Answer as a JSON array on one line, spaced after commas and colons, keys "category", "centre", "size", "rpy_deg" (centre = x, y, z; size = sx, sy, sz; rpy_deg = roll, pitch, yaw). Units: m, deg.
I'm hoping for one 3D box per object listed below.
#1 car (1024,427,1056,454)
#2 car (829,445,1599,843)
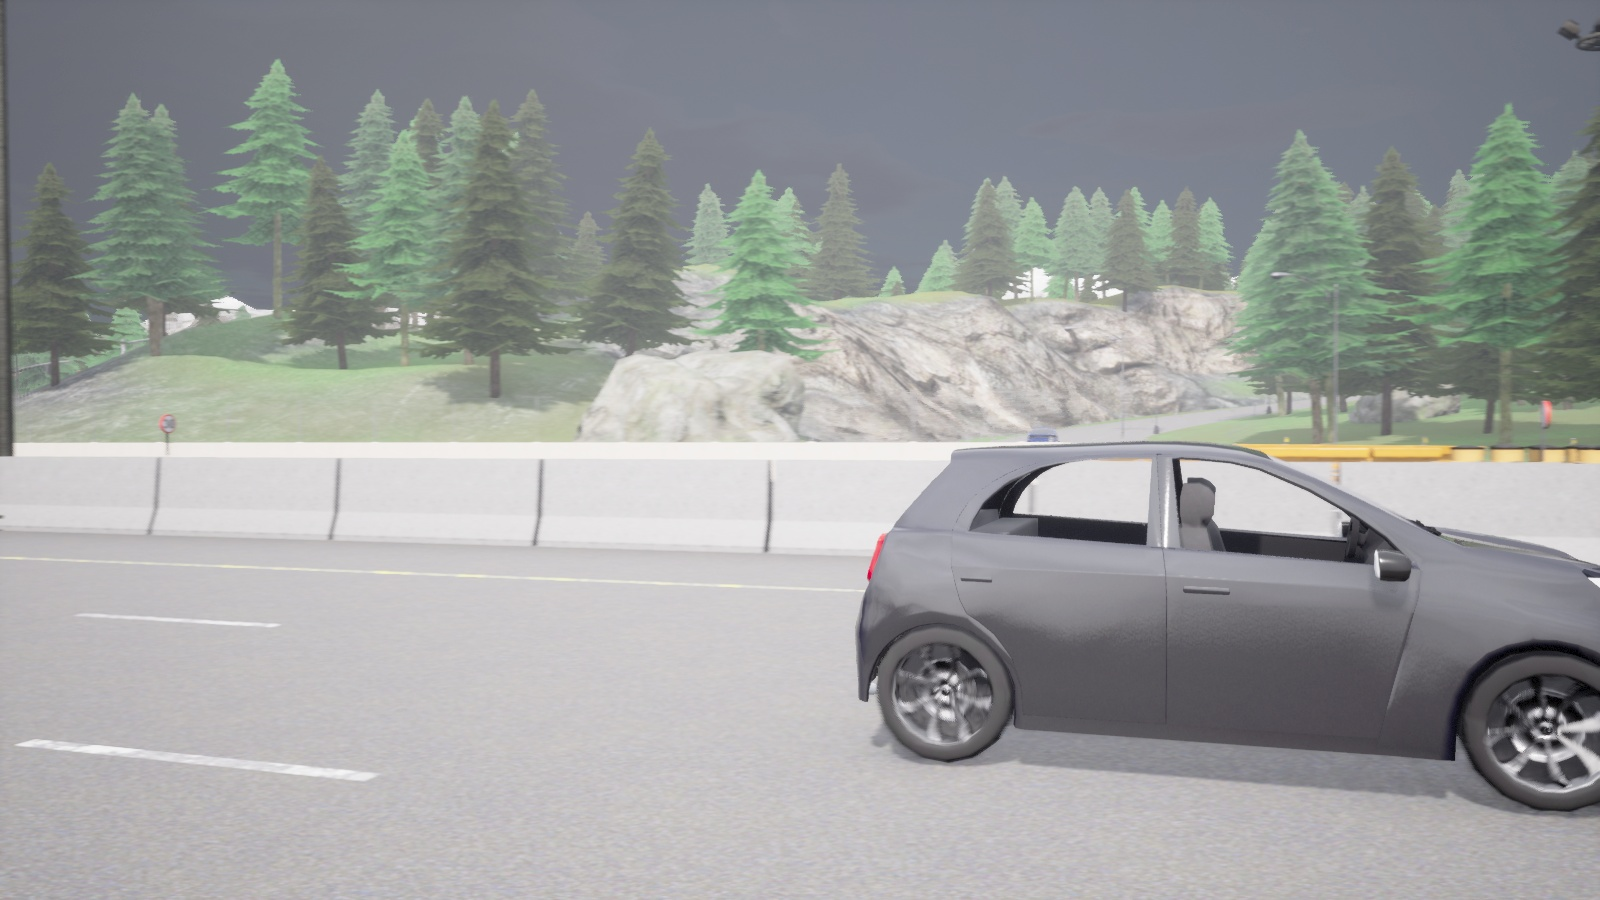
[{"category": "car", "centre": [15.124, -0.605, 78.998], "size": [1.882, 1.535, 5.008], "rpy_deg": [0, 2, 12]}, {"category": "car", "centre": [2.153, 0.750, 6.161], "size": [3.633, 1.501, 1.845], "rpy_deg": [1, 1, 19]}]
